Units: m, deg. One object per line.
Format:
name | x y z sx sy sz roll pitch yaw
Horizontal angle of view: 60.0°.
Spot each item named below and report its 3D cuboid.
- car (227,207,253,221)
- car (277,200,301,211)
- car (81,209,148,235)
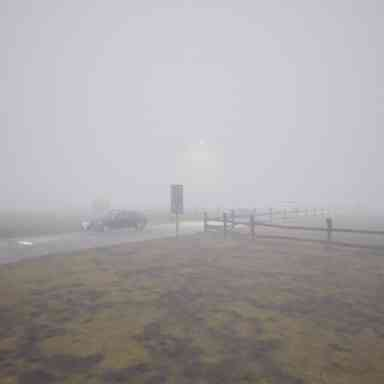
car | 5.337 2.401 36.722 1.994 1.385 4.181 -1 -2 35
car | 14.471 2.107 49.495 2.150 2.045 5.566 -1 -2 35
car | -5.041 1.898 22.058 2.128 1.511 4.902 -1 -2 35
